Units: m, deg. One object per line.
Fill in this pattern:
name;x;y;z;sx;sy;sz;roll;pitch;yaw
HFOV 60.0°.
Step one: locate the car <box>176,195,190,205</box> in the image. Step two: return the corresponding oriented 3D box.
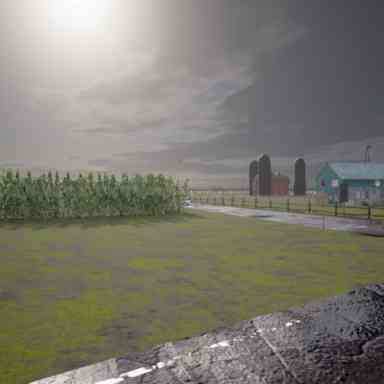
car;-2.064;1.333;59.392;2.150;2.045;5.566;-1;0;-18
